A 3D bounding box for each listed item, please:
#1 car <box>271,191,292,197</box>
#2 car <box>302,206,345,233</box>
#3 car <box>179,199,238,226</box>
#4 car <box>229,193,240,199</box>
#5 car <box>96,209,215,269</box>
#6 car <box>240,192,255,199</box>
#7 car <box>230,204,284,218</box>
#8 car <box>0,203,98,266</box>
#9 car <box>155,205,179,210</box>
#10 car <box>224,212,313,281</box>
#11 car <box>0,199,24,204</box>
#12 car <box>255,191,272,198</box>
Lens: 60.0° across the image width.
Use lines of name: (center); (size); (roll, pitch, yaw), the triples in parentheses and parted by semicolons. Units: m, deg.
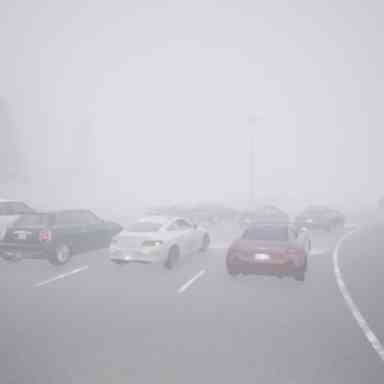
car: (18.471, 0.742, 67.257); (1.882, 1.535, 5.008); (-1, 1, 38)
car: (7.381, 1.468, 19.129); (1.994, 1.385, 4.181); (-1, 0, 36)
car: (1.653, 1.471, 23.160); (2.128, 1.511, 4.902); (-1, 0, 36)
car: (10.222, 0.914, 73.752); (2.033, 1.411, 5.357); (-1, 1, 38)
car: (-0.898, 1.496, 11.025); (1.812, 1.442, 4.674); (-1, 0, 21)
car: (12.971, 0.815, 71.586); (1.882, 1.535, 5.008); (-1, 1, 38)
car: (4.557, 1.467, 21.198); (1.812, 1.442, 4.674); (-1, 0, 36)
car: (-4.319, 1.358, 11.907); (2.097, 1.767, 4.553); (-1, 0, 20)
car: (-1.311, 1.617, 25.046); (1.895, 1.301, 4.718); (-1, 0, 36)
car: (2.360, 1.498, 9.752); (1.994, 1.385, 4.181); (-1, 0, 20)
car: (-7.650, 1.263, 13.018); (2.150, 2.045, 5.566); (-1, 0, 20)
car: (15.736, 0.655, 69.443); (2.097, 1.767, 4.553); (-1, 1, 38)
